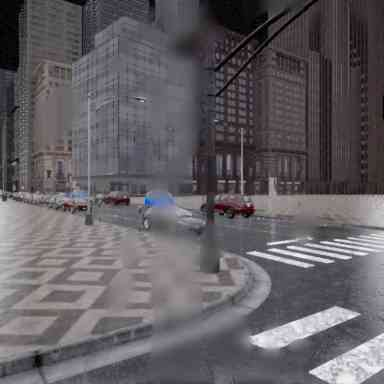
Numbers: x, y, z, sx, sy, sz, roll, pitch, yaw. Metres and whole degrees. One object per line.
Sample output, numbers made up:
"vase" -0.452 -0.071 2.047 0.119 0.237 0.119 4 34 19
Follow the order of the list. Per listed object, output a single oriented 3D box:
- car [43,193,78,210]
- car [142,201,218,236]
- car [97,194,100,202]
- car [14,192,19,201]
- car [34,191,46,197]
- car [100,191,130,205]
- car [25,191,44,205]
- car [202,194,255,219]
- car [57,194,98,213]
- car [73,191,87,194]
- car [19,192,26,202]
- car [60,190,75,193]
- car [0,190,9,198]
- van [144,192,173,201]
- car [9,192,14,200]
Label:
"car" -13.696 1.074 34.766 2.008 1.369 4.403 1 0 -35
"car" -1.015 1.366 16.991 2.008 1.369 4.403 1 0 -35
"car" -13.094 0.934 48.600 2.008 1.369 4.403 1 0 -35
"car" -26.377 0.702 52.543 1.967 1.590 4.097 1 0 -36
"car" -38.461 0.495 84.155 1.887 1.381 4.507 0 0 -36
"car" -9.919 0.765 44.155 2.192 1.841 5.009 1 0 -35
"car" -20.038 0.940 43.655 2.008 1.369 4.403 1 0 -36
"car" 2.765 1.049 26.377 2.192 1.841 5.009 1 0 -35
"car" -10.526 1.139 30.323 1.887 1.381 4.507 1 0 -35
"car" -16.138 0.967 48.426 1.895 1.301 4.718 0 1 -36
"car" -23.209 0.875 48.100 2.008 1.369 4.403 1 0 -35
"car" -21.860 0.778 56.445 1.812 1.442 4.674 0 1 -35
"car" -39.062 0.611 70.319 1.947 1.339 4.313 1 0 -36
"van" -3.577 0.930 35.266 1.690 1.788 3.998 1 0 -35
"car" -29.550 0.748 56.987 1.887 1.381 4.507 1 0 -36
